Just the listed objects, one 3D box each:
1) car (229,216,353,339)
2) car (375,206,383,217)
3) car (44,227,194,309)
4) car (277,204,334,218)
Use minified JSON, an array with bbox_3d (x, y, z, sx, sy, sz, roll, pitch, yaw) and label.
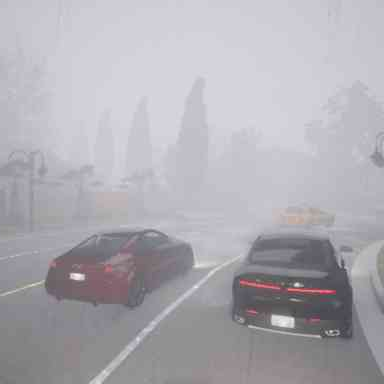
[{"bbox_3d":[2.101,1.503,6.750,1.837,1.490,4.892,0,0,21],"label":"car"},{"bbox_3d":[21.146,1.832,34.345,5.008,1.535,1.882,1,0,-26],"label":"car"},{"bbox_3d":[-1.432,1.543,8.047,1.994,1.385,4.181,0,0,20],"label":"car"},{"bbox_3d":[7.457,1.549,21.548,5.366,1.575,1.801,1,0,-45],"label":"car"}]
